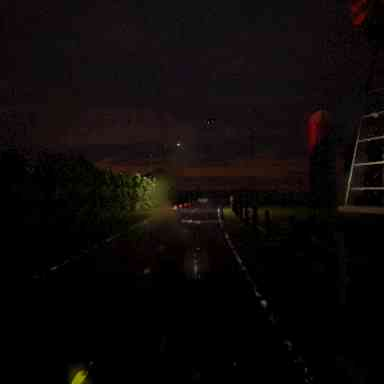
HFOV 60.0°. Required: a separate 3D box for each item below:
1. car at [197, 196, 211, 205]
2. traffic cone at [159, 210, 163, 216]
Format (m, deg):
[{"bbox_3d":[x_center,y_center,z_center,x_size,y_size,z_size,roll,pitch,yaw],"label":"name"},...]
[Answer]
[{"bbox_3d":[1.970,1.331,55.350,1.812,1.442,4.674,0,0,7],"label":"car"},{"bbox_3d":[-2.801,1.847,30.182,0.340,0.580,0.340,0,0,4],"label":"traffic cone"}]
